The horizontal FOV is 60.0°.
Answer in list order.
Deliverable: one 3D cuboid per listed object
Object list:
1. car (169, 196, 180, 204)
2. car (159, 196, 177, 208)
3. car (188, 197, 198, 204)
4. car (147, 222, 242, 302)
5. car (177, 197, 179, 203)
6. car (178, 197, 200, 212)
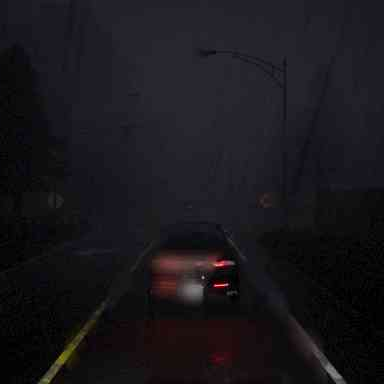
[{"bbox_3d":[-3.452,1.564,66.081,1.994,1.385,4.181,0,0,1],"label":"car"},{"bbox_3d":[-3.530,1.526,46.821,1.812,1.442,4.674,0,0,0],"label":"car"},{"bbox_3d":[0.185,1.600,65.365,1.895,1.301,4.718,0,0,0],"label":"car"},{"bbox_3d":[0.064,1.492,8.222,2.128,1.511,4.902,0,0,1],"label":"car"},{"bbox_3d":[-3.520,1.478,56.110,1.882,1.535,5.008,0,0,0],"label":"car"},{"bbox_3d":[-0.074,1.564,38.100,1.994,1.385,4.181,0,0,4],"label":"car"}]
